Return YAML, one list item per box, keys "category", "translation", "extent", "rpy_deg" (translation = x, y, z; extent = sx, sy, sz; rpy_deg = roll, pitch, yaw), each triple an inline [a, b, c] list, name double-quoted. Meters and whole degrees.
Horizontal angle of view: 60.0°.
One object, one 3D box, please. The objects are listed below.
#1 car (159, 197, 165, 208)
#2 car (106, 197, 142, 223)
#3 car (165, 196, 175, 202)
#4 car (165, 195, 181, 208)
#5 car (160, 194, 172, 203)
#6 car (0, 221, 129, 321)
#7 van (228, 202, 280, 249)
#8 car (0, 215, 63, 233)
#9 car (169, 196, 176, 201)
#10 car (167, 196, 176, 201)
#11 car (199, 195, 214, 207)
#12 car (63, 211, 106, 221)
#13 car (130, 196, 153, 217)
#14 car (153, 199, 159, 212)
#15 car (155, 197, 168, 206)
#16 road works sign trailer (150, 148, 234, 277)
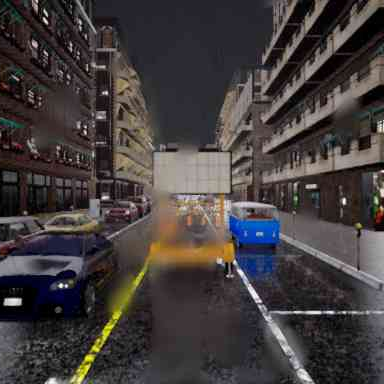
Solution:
- category: "car"
  translation: [-5.344, 1.629, 47.683]
  extent: [1.802, 1.307, 4.206]
  rpy_deg: [1, 0, 0]
- category: "car"
  translation: [-5.326, 1.466, 25.487]
  extent: [1.967, 1.590, 4.097]
  rpy_deg: [1, 0, 0]
- category: "car"
  translation: [-5.368, 1.625, 80.977]
  extent: [2.008, 1.369, 4.403]
  rpy_deg: [1, 0, 0]
- category: "car"
  translation: [-2.789, 1.401, 49.607]
  extent: [2.097, 1.767, 4.553]
  rpy_deg: [0, 0, 0]
- category: "car"
  translation: [-5.357, 1.380, 69.879]
  extent: [2.192, 1.841, 5.009]
  rpy_deg: [1, 0, 0]
- category: "car"
  translation: [-2.856, 1.572, 7.303]
  extent: [1.994, 1.385, 4.181]
  rpy_deg: [0, 0, 0]
- category: "van"
  translation: [2.564, 1.356, 14.414]
  extent: [1.690, 1.788, 3.998]
  rpy_deg: [1, 0, 0]
- category: "car"
  translation: [-5.313, 1.450, 8.840]
  extent: [1.967, 1.590, 4.097]
  rpy_deg: [1, 0, 0]
- category: "car"
  translation: [-5.376, 1.664, 92.075]
  extent: [1.802, 1.307, 4.206]
  rpy_deg: [1, 0, 0]
- category: "car"
  translation: [-5.372, 1.644, 86.526]
  extent: [1.947, 1.339, 4.313]
  rpy_deg: [1, 0, 0]
- category: "car"
  translation: [2.534, 1.492, 53.259]
  extent: [1.967, 1.590, 4.097]
  rpy_deg: [1, 0, 0]
- category: "car"
  translation: [-5.318, 1.540, 14.219]
  extent: [1.752, 1.417, 4.829]
  rpy_deg: [1, 0, 0]
- category: "car"
  translation: [-5.328, 1.347, 31.036]
  extent: [2.192, 1.841, 5.009]
  rpy_deg: [1, 0, 0]
- category: "car"
  translation: [-5.332, 1.352, 36.586]
  extent: [2.192, 1.841, 5.009]
  rpy_deg: [1, 0, 0]
- category: "car"
  translation: [-5.351, 1.582, 58.611]
  extent: [1.752, 1.417, 4.829]
  rpy_deg: [1, 0, 0]
- category: "road works sign trailer"
  translation: [-0.002, 0.475, 10.216]
  extent: [2.380, 3.560, 2.880]
  rpy_deg: [0, 0, 0]
